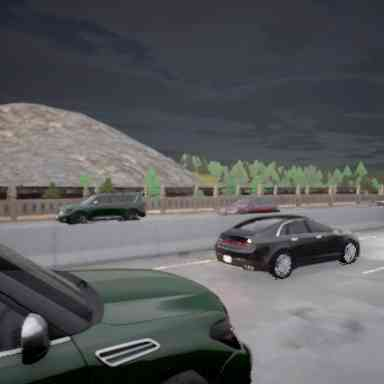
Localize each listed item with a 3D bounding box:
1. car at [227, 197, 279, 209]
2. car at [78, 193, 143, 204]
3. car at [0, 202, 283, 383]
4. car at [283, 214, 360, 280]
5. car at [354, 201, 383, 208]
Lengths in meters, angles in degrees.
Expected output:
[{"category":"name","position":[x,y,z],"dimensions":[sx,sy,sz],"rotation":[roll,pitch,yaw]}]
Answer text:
[{"category":"car","position":[3.880,1.161,23.050],"dimensions":[4.553,1.767,2.097],"rotation":[-1,1,-32]},{"category":"car","position":[-5.622,1.086,21.124],"dimensions":[5.566,2.045,2.150],"rotation":[-1,1,-33]},{"category":"car","position":[-2.126,1.214,2.158],"dimensions":[5.566,2.045,2.150],"rotation":[-1,0,-35]},{"category":"car","position":[2.917,1.419,9.707],"dimensions":[4.892,1.490,1.837],"rotation":[-1,0,-33]},{"category":"car","position":[14.615,1.344,25.732],"dimensions":[4.718,1.301,1.895],"rotation":[0,0,-32]}]
